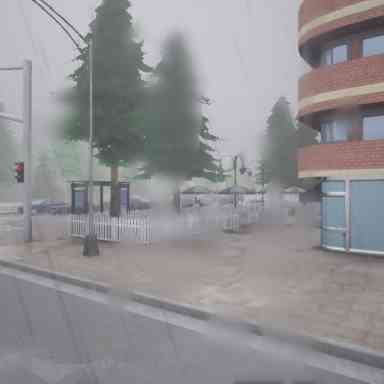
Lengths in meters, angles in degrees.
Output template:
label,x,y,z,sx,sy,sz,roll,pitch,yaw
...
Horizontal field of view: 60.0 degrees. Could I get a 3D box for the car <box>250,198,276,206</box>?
label,x,y,z,sx,sy,sz,roll,pitch,yaw
car,10.513,1.545,49.317,4.718,1.301,1.895,0,0,-31

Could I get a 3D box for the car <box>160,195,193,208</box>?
label,x,y,z,sx,sy,sz,roll,pitch,yaw
car,-2.237,1.296,48.337,4.553,1.767,2.097,0,0,-43

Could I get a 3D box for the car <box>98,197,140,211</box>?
label,x,y,z,sx,sy,sz,roll,pitch,yaw
car,-8.832,1.422,40.636,1.882,1.535,5.008,0,0,38

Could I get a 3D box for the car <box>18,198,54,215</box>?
label,x,y,z,sx,sy,sz,roll,pitch,yaw
car,-14.551,1.422,32.967,1.882,1.535,5.008,0,0,36

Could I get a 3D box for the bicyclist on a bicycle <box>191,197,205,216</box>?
label,x,y,z,sx,sy,sz,roll,pitch,yaw
bicyclist on a bicycle,0.434,1.245,27.308,1.656,1.620,0.582,0,0,36

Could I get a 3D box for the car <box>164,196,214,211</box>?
label,x,y,z,sx,sy,sz,roll,pitch,yaw
car,-0.179,1.436,34.570,2.128,1.511,4.902,0,0,37

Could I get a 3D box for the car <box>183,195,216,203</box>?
label,x,y,z,sx,sy,sz,roll,pitch,yaw
car,0.830,1.508,46.488,4.181,1.385,1.994,0,0,-43

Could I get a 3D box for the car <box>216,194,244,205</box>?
label,x,y,z,sx,sy,sz,roll,pitch,yaw
car,6.058,1.166,54.934,5.566,2.045,2.150,0,0,-31

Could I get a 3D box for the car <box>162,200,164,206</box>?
label,x,y,z,sx,sy,sz,roll,pitch,yaw
car,-5.784,1.545,38.931,1.895,1.301,4.718,0,0,37

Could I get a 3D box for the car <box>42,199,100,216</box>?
label,x,y,z,sx,sy,sz,roll,pitch,yaw
car,-11.254,1.545,31.572,1.895,1.301,4.718,0,0,36

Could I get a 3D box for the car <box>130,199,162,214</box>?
label,x,y,z,sx,sy,sz,roll,pitch,yaw
car,-5.665,1.436,33.007,2.128,1.511,4.902,0,0,36
